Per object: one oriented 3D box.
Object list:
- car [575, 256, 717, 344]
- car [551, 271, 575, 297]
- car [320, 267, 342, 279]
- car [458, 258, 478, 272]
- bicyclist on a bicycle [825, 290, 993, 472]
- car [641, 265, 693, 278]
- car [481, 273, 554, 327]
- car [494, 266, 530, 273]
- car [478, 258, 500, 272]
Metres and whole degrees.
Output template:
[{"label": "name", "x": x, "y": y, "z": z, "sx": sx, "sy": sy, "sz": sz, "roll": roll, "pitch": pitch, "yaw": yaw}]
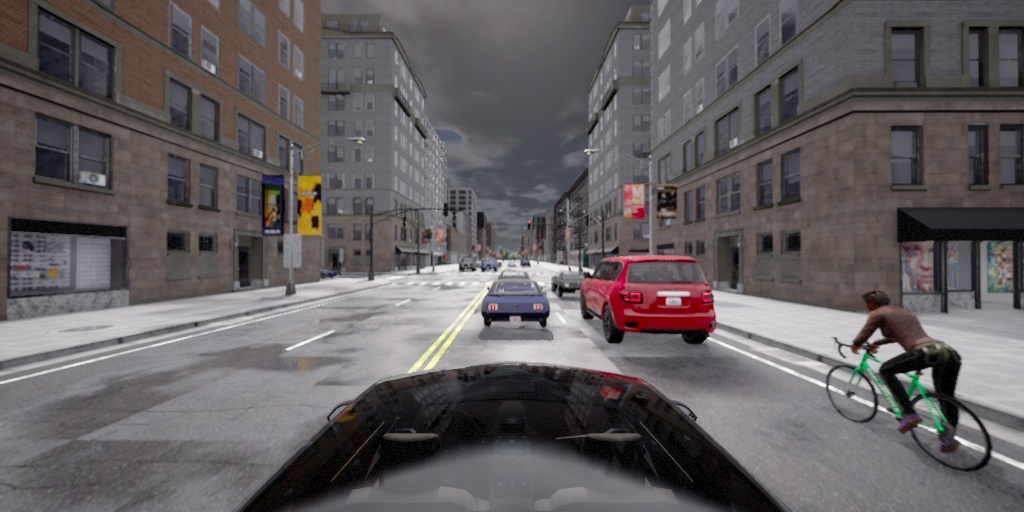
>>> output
[{"label": "car", "x": 3.323, "y": 1.020, "z": 9.892, "sx": 2.150, "sy": 2.045, "sz": 5.566, "roll": 0, "pitch": 0, "yaw": 2}, {"label": "car", "x": 3.246, "y": 1.459, "z": 19.658, "sx": 1.895, "sy": 1.301, "sz": 4.718, "roll": 0, "pitch": 0, "yaw": 0}, {"label": "car", "x": -19.700, "y": 1.474, "z": 35.169, "sx": 5.357, "sy": 1.411, "sz": 2.033, "roll": 0, "pitch": -1, "yaw": 0}, {"label": "car", "x": -6.601, "y": 1.289, "z": 53.625, "sx": 2.150, "sy": 2.045, "sz": 5.566, "roll": 0, "pitch": 0, "yaw": 0}, {"label": "bicyclist on a bicycle", "x": 4.147, "y": 1.216, "z": 3.921, "sx": 0.582, "sy": 1.620, "sz": 1.656, "roll": 0, "pitch": -1, "yaw": 0}, {"label": "car", "x": 16.327, "y": 1.625, "z": 37.981, "sx": 4.718, "sy": 1.301, "sz": 1.895, "roll": 0, "pitch": -1, "yaw": 0}, {"label": "car", "x": 0.098, "y": 1.411, "z": 11.802, "sx": 1.895, "sy": 1.301, "sz": 4.718, "roll": 0, "pitch": 0, "yaw": 0}, {"label": "car", "x": 0.095, "y": 1.466, "z": 20.907, "sx": 1.895, "sy": 1.301, "sz": 4.718, "roll": 0, "pitch": 0, "yaw": 0}, {"label": "car", "x": -3.347, "y": 1.288, "z": 53.459, "sx": 2.150, "sy": 2.045, "sz": 5.566, "roll": 0, "pitch": 0, "yaw": 0}]
